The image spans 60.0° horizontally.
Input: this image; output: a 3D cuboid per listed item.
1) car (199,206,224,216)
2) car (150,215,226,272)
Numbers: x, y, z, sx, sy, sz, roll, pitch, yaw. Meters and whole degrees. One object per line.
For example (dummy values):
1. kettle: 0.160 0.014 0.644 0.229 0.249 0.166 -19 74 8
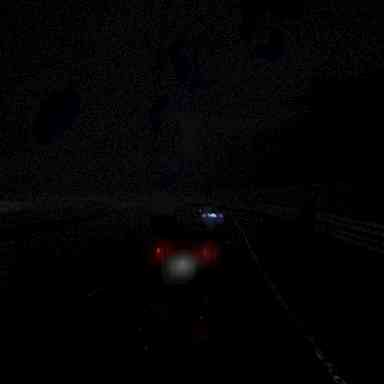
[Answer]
1. car: 1.583 1.790 26.712 2.033 1.411 5.357 0 -1 2
2. car: 0.124 1.701 11.242 1.895 1.301 4.718 0 -1 9
